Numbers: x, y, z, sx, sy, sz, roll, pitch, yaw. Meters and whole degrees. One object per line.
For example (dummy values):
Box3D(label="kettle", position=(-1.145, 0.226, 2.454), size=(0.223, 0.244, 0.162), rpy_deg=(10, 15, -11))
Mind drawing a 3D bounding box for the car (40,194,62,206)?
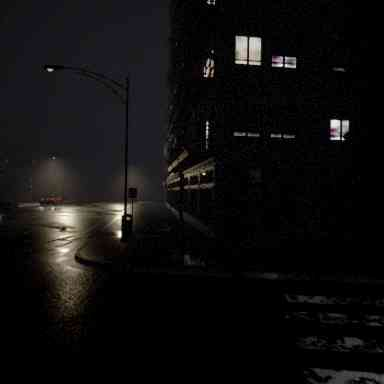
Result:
Box3D(label="car", position=(-21.758, 1.161, 51.436), size=(2.097, 1.767, 4.553), rpy_deg=(1, 0, -6))

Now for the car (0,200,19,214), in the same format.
Box3D(label="car", position=(-19.805, 1.496, 34.413), size=(1.895, 1.301, 4.718), rpy_deg=(1, 0, -7))
